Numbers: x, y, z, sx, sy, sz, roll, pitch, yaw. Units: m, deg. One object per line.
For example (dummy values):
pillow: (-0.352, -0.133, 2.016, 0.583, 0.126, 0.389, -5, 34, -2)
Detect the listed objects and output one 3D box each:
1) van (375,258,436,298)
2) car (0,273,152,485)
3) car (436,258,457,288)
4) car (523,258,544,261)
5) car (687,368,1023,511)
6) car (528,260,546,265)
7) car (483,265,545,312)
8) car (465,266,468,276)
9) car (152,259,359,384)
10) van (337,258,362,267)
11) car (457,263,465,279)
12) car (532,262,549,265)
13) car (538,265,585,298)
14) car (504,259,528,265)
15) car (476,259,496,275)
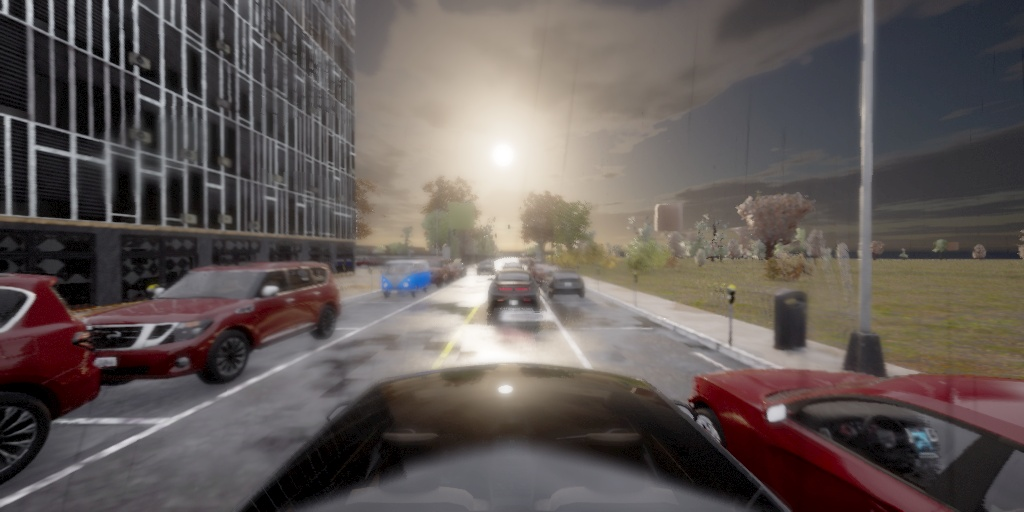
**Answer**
van: (-5.315, 1.100, 18.315, 1.690, 1.789, 3.998, 0, 0, 0)
car: (-5.316, 1.065, 1.671, 2.192, 1.841, 5.009, 0, 0, 0)
car: (-5.315, 1.078, 23.862, 2.192, 1.841, 5.009, 0, 0, 0)
car: (2.696, 1.092, 39.293, 2.192, 1.841, 5.009, 0, 0, 0)
car: (2.565, 1.295, 1.733, 1.888, 1.381, 4.507, 0, 0, 0)
car: (2.582, 1.314, 30.656, 1.888, 1.381, 4.507, 0, 0, 0)
car: (0.072, 1.262, 14.104, 1.837, 1.490, 4.892, 0, 0, 0)
car: (-5.387, 1.339, 34.953, 1.948, 1.339, 4.313, 0, 0, 0)
car: (-5.315, 1.067, 7.219, 2.192, 1.841, 5.009, 0, 0, 0)
van: (-25.820, 1.232, 55.055, 3.998, 1.789, 1.690, 0, 0, -1)
car: (-5.315, 1.313, 29.410, 1.888, 1.381, 4.507, 0, 0, 0)
car: (2.566, 1.309, 23.897, 1.888, 1.381, 4.507, 0, 0, 0)
car: (2.566, 1.325, 18.356, 1.948, 1.339, 4.313, 0, 0, 0)
car: (0.082, 1.247, 30.290, 1.882, 1.535, 5.008, 0, 0, 0)
car: (-2.819, 1.284, 39.430, 1.837, 1.490, 4.892, 0, -1, 0)
